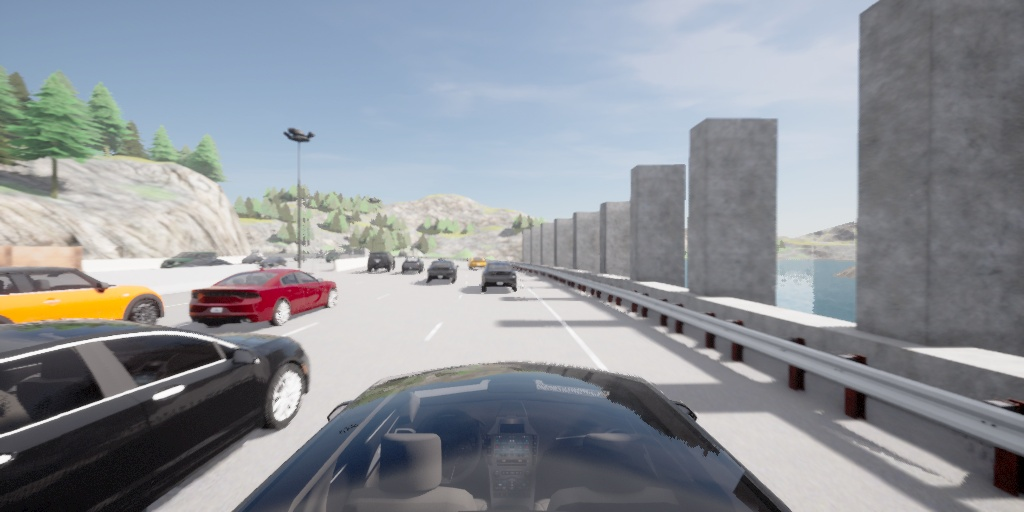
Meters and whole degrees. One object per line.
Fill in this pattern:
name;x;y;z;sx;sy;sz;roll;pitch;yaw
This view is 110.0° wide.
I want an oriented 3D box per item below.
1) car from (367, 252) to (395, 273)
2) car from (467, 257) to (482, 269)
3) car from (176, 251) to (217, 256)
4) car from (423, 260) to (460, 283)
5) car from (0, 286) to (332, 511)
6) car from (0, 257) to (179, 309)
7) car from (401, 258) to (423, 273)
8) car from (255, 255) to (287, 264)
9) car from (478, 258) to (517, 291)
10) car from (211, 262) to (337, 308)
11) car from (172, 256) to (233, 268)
car;-13.493;0.604;37.149;2.150;2.045;5.566;1;1;-11
car;-4.431;0.817;44.508;1.882;1.535;5.008;1;1;-13
car;-31.050;0.574;34.853;2.150;2.045;5.566;0;0;-9
car;-4.802;1.025;25.026;1.837;1.490;4.892;1;1;-7
car;-3.455;1.237;2.635;1.837;1.490;4.892;0;1;-1
car;-10.626;1.012;7.998;2.097;1.767;4.553;0;0;-2
car;-9.829;0.898;35.664;2.128;1.511;4.902;0;1;-10
car;-29.994;0.783;45.271;1.812;1.442;4.674;0;1;-14
car;-0.821;1.081;20.251;1.837;1.490;4.892;1;1;-5
car;-7.218;1.119;11.087;1.882;1.535;5.008;0;1;-3
car;-22.899;0.958;26.736;1.837;1.490;4.892;0;0;-8
